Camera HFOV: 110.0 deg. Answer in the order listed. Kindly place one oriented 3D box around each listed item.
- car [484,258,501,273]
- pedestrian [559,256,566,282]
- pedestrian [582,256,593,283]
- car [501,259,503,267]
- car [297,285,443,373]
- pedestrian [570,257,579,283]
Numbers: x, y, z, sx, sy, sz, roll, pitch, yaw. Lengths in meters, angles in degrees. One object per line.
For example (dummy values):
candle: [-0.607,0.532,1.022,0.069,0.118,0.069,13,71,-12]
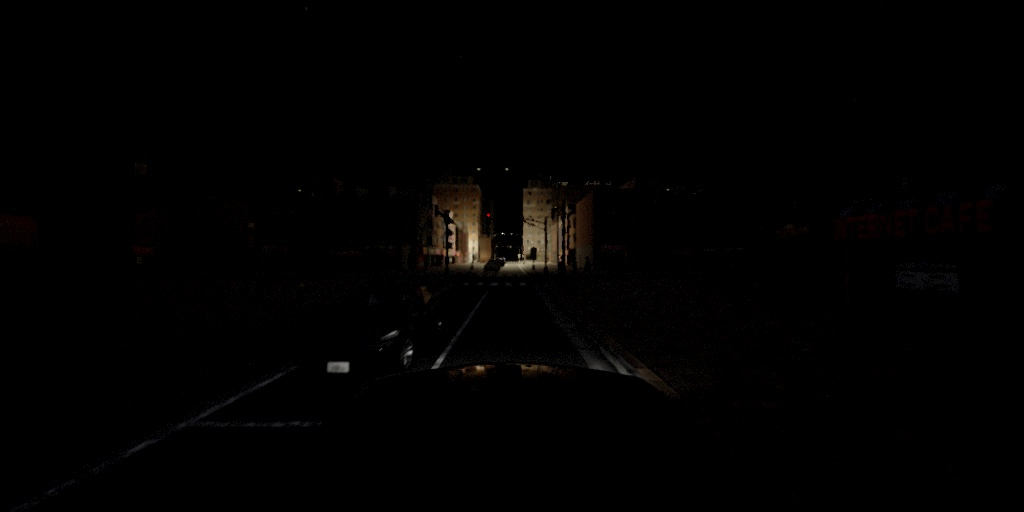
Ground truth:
car: [-2.639,1.298,45.214,1.751,1.417,4.829,0,0,0]
pedestrian: [3.509,0.886,25.122,0.375,1.860,0.375,0,0,0]
pedestrian: [5.203,0.865,24.522,0.375,1.860,0.375,0,0,0]
car: [-2.639,1.327,50.989,1.888,1.381,4.507,0,0,0]
car: [-2.638,1.313,7.615,1.948,1.339,4.313,0,0,0]
pedestrian: [4.203,0.888,23.922,0.375,1.860,0.375,0,0,0]
